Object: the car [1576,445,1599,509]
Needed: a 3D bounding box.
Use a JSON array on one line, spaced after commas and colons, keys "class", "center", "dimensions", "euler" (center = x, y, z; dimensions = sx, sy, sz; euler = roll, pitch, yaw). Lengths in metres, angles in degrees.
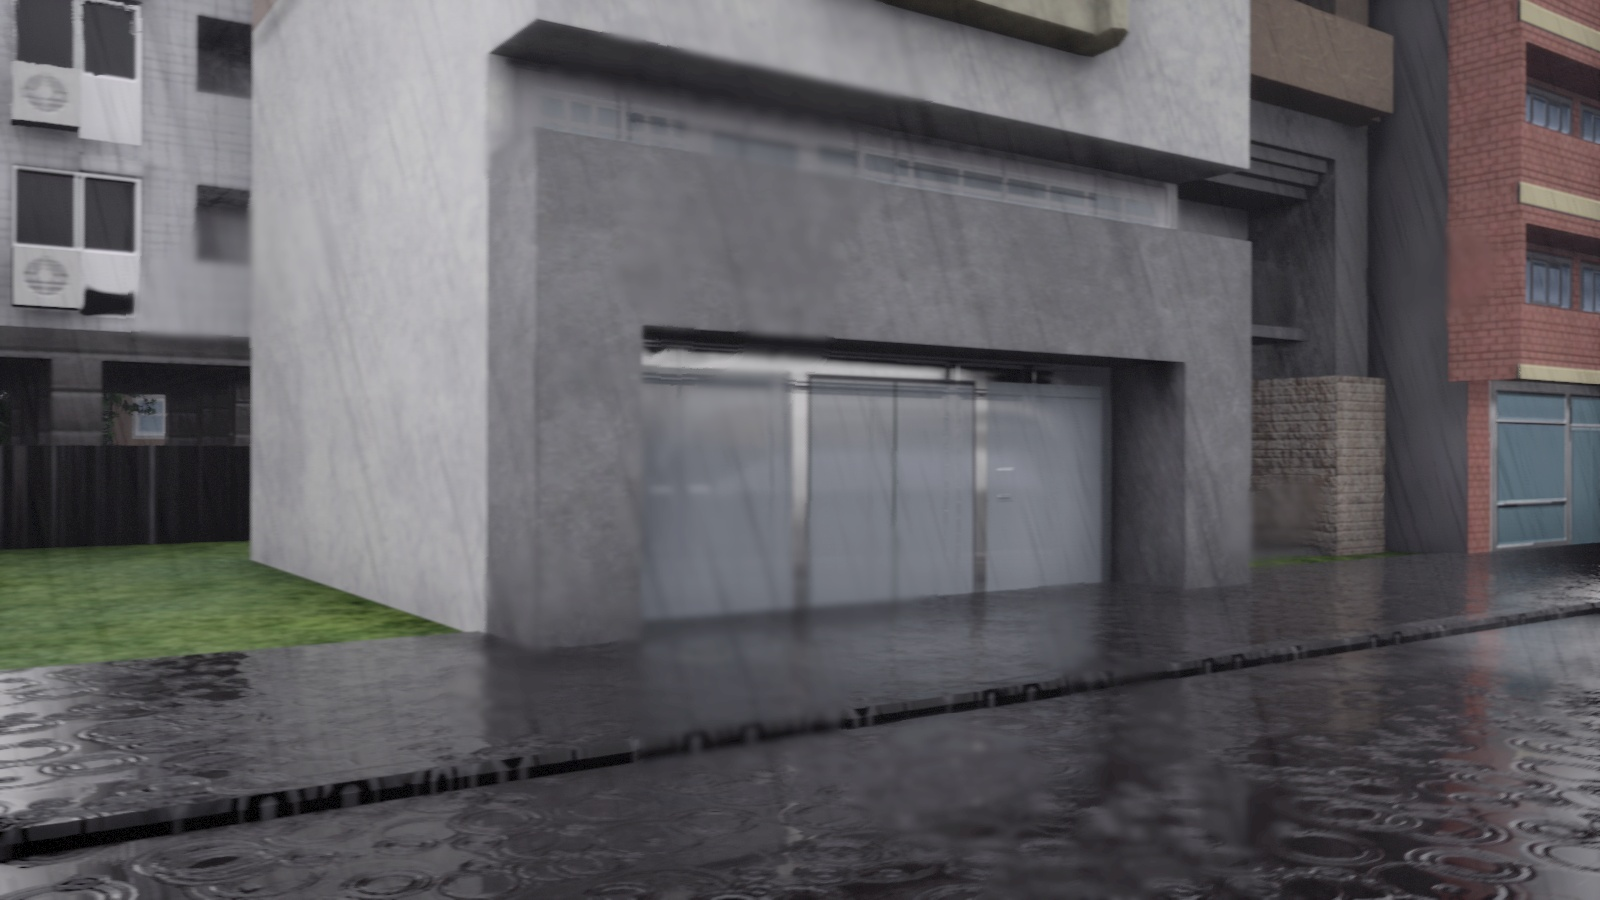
[{"class": "car", "center": [21.529, 0.673, 30.674], "dimensions": [1.851, 1.617, 3.988], "euler": [0, 0, -31]}]
